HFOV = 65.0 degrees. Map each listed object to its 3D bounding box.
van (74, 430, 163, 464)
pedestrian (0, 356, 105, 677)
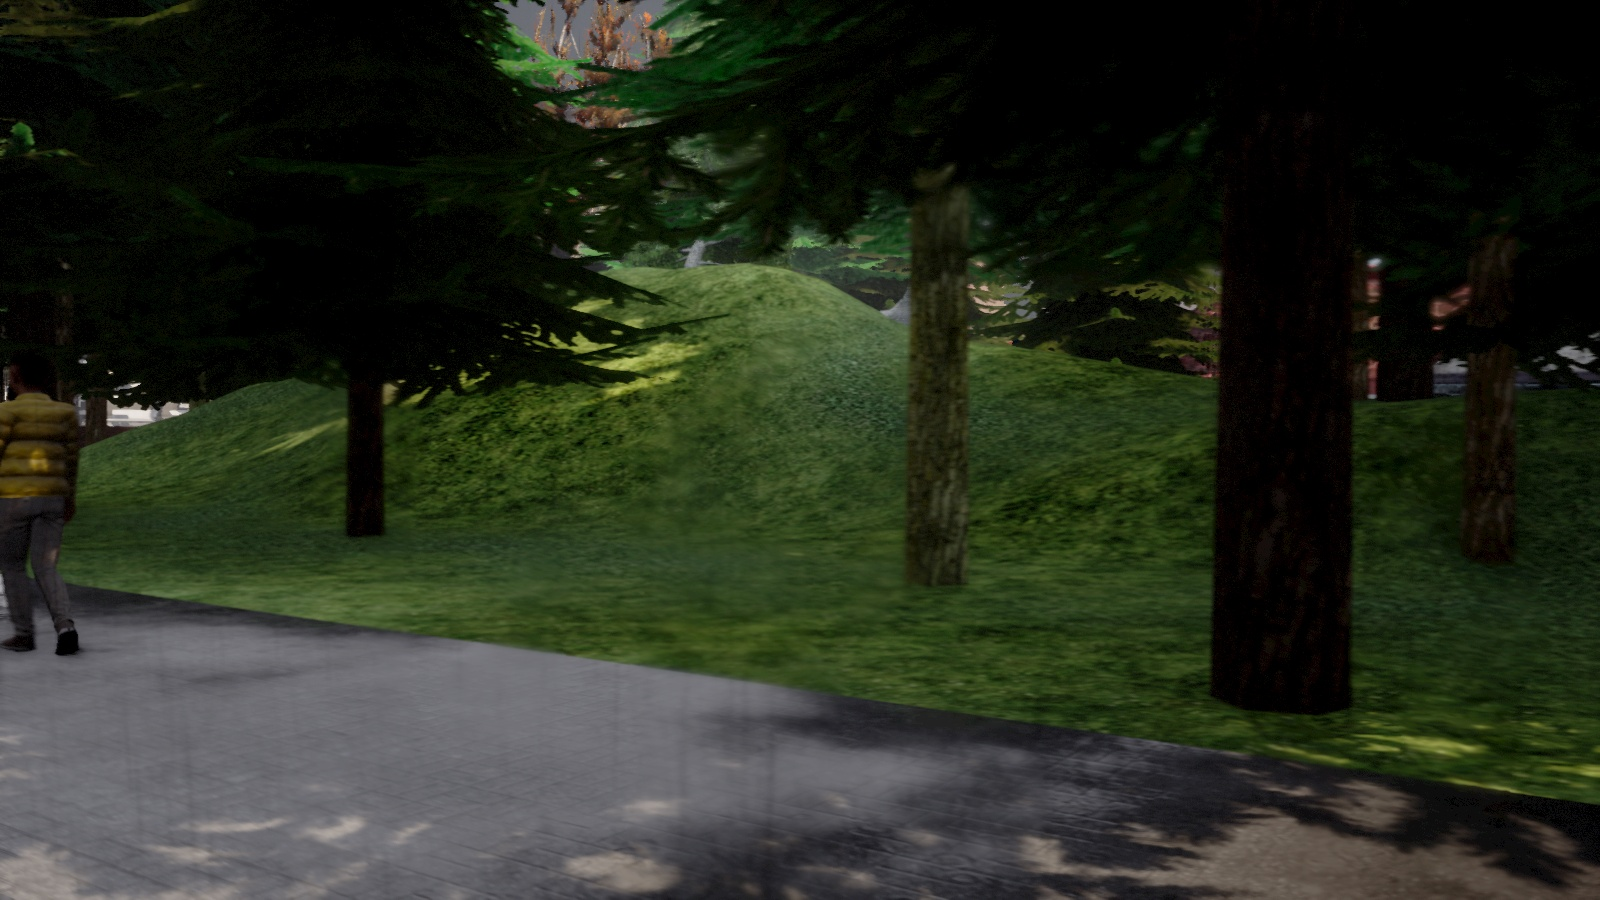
[{"bbox_3d":[-41.613,-0.187,76.810,1.775,1.987,4.442,0,1,34],"label":"van"},{"bbox_3d":[-4.606,0.379,7.563,0.709,1.840,0.431,0,1,34],"label":"pedestrian"}]
